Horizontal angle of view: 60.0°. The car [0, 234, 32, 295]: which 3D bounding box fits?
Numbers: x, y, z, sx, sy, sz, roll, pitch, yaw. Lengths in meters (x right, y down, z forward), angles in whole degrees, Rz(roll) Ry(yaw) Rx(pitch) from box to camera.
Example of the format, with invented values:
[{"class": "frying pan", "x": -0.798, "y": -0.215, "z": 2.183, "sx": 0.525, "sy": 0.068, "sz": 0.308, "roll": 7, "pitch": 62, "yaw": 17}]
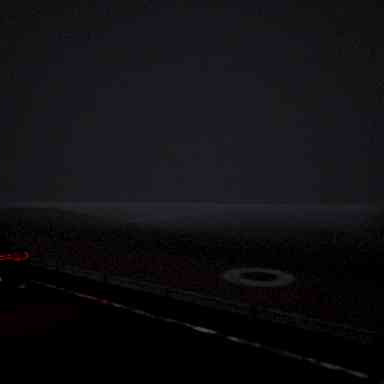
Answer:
[{"class": "car", "x": -5.727, "y": 1.492, "z": 7.742, "sx": 5.008, "sy": 1.535, "sz": 1.882, "roll": 0, "pitch": 0, "yaw": 36}]
